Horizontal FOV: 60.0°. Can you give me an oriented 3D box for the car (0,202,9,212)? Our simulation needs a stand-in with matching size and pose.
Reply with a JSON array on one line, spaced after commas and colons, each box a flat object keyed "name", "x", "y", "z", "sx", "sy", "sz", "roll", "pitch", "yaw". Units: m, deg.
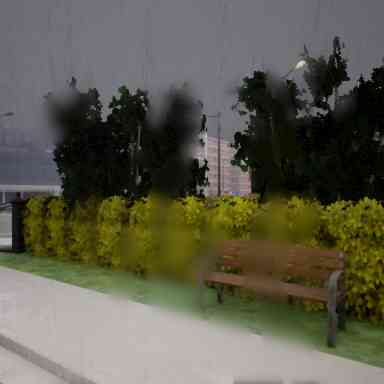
[{"name": "car", "x": -19.742, "y": 1.520, "z": 37.456, "sx": 1.994, "sy": 1.385, "sz": 4.181, "roll": 0, "pitch": 0, "yaw": 35}]

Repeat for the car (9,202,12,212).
[{"name": "car", "x": -16.604, "y": 1.480, "z": 35.837, "sx": 1.812, "sy": 1.442, "sz": 4.674, "roll": 0, "pitch": 0, "yaw": 35}]

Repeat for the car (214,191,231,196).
[{"name": "car", "x": 6.132, "y": 0.572, "z": 68.099, "sx": 2.097, "sy": 1.767, "sz": 4.553, "roll": 0, "pitch": 1, "yaw": 35}]
